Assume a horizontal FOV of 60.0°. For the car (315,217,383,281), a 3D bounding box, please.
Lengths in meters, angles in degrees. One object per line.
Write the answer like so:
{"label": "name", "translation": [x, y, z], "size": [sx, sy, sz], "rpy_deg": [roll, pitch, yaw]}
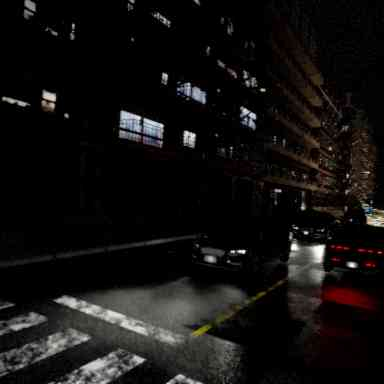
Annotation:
{"label": "car", "translation": [5.768, 1.848, 11.250], "size": [1.837, 1.490, 4.892], "rpy_deg": [3, 0, 33]}

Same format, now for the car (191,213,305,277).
{"label": "car", "translation": [1.838, 1.595, 10.879], "size": [2.128, 1.511, 4.902], "rpy_deg": [3, 0, 33]}

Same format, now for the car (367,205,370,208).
{"label": "car", "translation": [28.557, 3.220, 56.805], "size": [2.008, 1.369, 4.403], "rpy_deg": [4, 0, 33]}

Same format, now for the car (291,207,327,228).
{"label": "car", "translation": [9.986, 2.098, 28.178], "size": [1.752, 1.417, 4.829], "rpy_deg": [4, 0, 33]}

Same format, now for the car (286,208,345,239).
{"label": "car", "translation": [7.215, 1.918, 19.164], "size": [1.837, 1.490, 4.892], "rpy_deg": [3, 0, 33]}

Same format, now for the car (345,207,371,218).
{"label": "car", "translation": [15.791, 2.479, 32.341], "size": [1.994, 1.385, 4.181], "rpy_deg": [3, 0, 33]}

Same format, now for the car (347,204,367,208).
{"label": "car", "translation": [25.493, 2.802, 52.058], "size": [2.192, 1.841, 5.009], "rpy_deg": [4, 0, 33]}

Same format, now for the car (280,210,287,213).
{"label": "car", "translation": [6.998, 1.943, 23.573], "size": [1.887, 1.381, 4.507], "rpy_deg": [4, 0, 33]}
